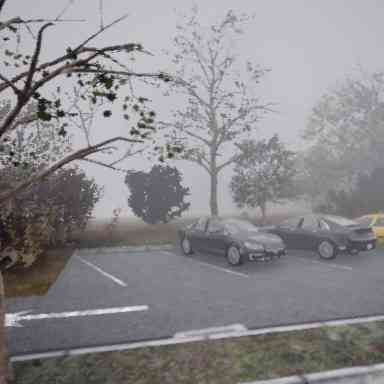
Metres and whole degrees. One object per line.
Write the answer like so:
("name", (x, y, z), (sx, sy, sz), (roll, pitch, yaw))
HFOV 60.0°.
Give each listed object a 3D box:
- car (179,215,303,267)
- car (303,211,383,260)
("car", (1.284, 1.667, 12.357), (2.231, 1.521, 4.892), (0, -2, -33))
("car", (4.597, 1.622, 13.092), (2.231, 1.521, 4.892), (-1, -2, -33))
